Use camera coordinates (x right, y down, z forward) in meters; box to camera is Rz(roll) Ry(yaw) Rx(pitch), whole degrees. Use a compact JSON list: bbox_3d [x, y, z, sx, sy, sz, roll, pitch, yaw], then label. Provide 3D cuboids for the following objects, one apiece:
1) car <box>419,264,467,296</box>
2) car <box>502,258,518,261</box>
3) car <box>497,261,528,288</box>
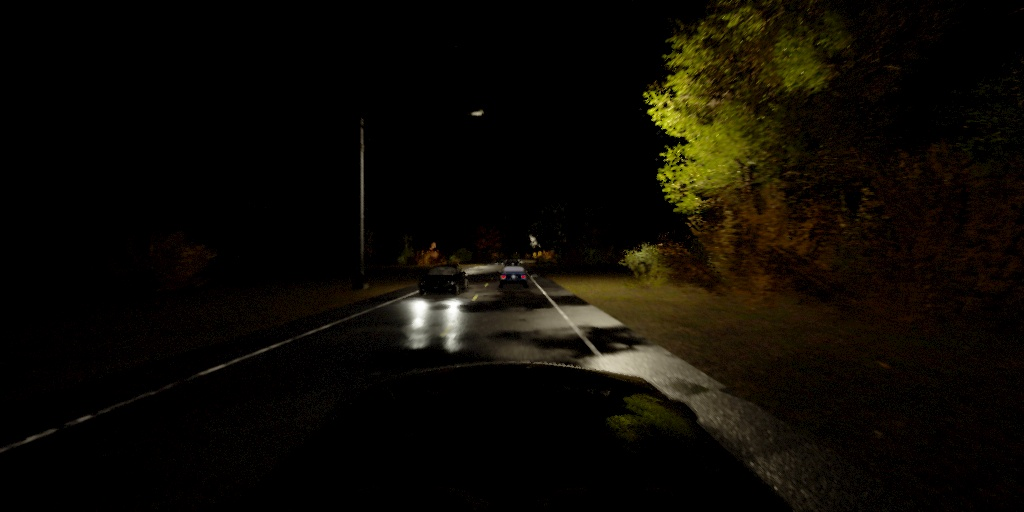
[{"bbox_3d":[-3.595,1.222,19.404,1.882,1.535,5.008,0,0,0],"label":"car"},{"bbox_3d":[0.082,1.089,48.465,2.097,1.767,4.553,0,0,0],"label":"car"},{"bbox_3d":[0.094,1.291,24.012,2.033,1.411,5.357,0,0,0],"label":"car"}]
